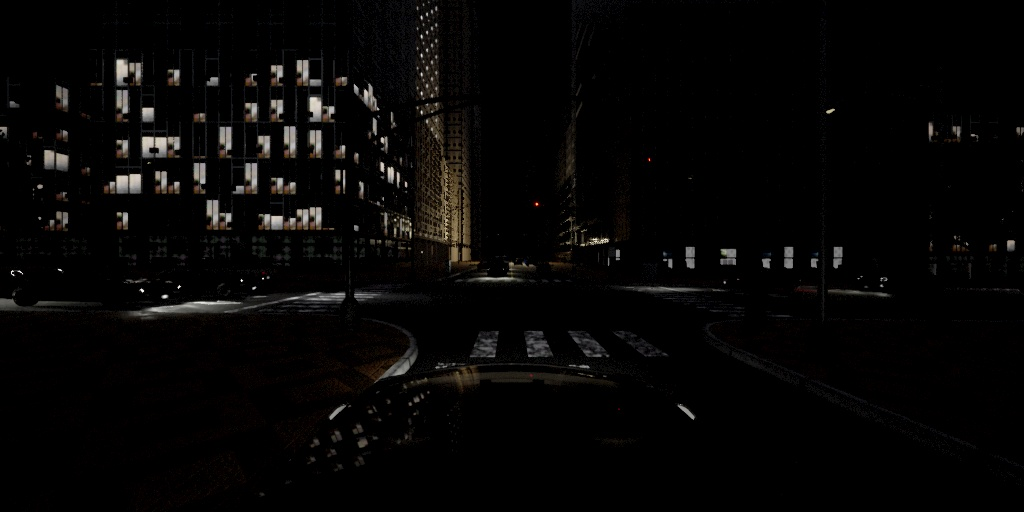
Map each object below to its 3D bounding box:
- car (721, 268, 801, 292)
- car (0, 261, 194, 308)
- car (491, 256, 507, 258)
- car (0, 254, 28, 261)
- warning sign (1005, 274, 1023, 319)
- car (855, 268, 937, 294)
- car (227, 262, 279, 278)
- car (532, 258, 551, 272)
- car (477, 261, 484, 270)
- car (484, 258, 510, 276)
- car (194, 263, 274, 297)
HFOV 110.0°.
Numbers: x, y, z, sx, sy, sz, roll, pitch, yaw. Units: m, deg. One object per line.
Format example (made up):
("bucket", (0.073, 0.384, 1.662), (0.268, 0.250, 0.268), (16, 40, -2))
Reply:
("car", (16.900, 1.569, 24.452), (4.902, 1.511, 2.128), (1, 0, -3))
("car", (-15.290, 1.042, 13.050), (5.357, 1.411, 2.033), (1, 0, 0))
("car", (-1.499, 0.984, 47.640), (2.150, 2.045, 5.566), (0, 0, 2))
("car", (-22.916, 0.706, 15.926), (4.553, 1.767, 2.097), (1, 0, -3))
("warning sign", (17.281, 1.204, 11.756), (1.060, 1.860, 1.300), (0, 0, -3))
("car", (26.750, 1.610, 24.900), (4.553, 1.767, 2.097), (1, 0, -3))
("car", (-17.826, 1.046, 22.858), (4.718, 1.301, 1.895), (1, 0, -3))
("car", (3.956, 1.329, 45.567), (1.948, 1.339, 4.313), (0, 0, 0))
("car", (-3.993, 1.343, 51.065), (1.802, 1.307, 4.207), (0, 0, 0))
("car", (-1.475, 1.245, 37.041), (1.882, 1.535, 5.008), (0, 0, 1))
("car", (-14.011, 1.118, 16.330), (4.718, 1.301, 1.895), (1, 0, -3))
